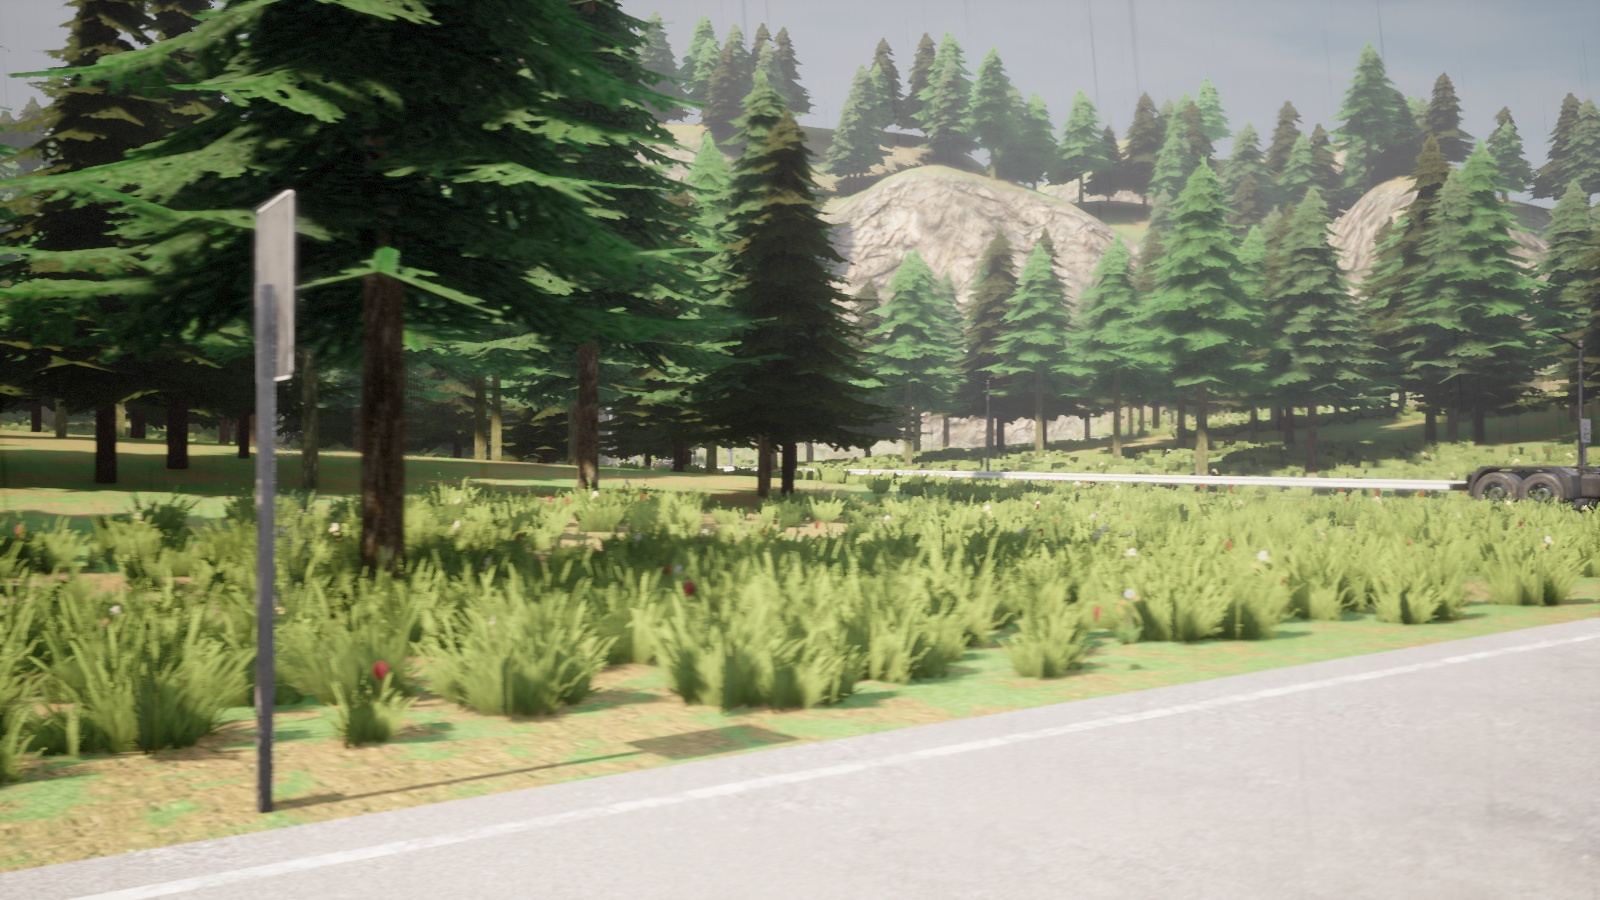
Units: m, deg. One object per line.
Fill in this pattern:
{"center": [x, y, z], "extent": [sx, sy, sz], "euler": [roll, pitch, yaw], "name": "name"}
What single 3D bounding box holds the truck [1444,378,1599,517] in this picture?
{"center": [21.270, -0.063, 32.279], "extent": [2.891, 3.462, 7.936], "euler": [0, 0, -35], "name": "truck"}
